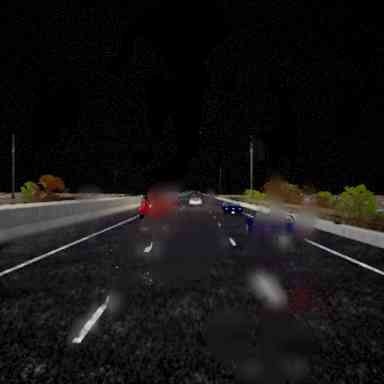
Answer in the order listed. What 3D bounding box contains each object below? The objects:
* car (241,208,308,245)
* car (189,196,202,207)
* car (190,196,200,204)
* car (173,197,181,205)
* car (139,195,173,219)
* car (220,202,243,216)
[{"bbox_3d":[3.684,1.605,15.437,1.895,1.301,4.718,0,0,1],"label":"car"},{"bbox_3d":[0.565,1.634,51.742,1.895,1.301,4.718,0,0,1],"label":"car"},{"bbox_3d":[0.638,1.560,68.087,2.128,1.511,4.902,0,0,1],"label":"car"},{"bbox_3d":[-2.960,1.612,58.515,1.994,1.385,4.181,0,0,1],"label":"car"},{"bbox_3d":[-3.244,1.268,29.483,2.150,2.045,5.566,0,0,1],"label":"car"},{"bbox_3d":[3.867,1.618,33.274,1.895,1.301,4.718,0,0,1],"label":"car"}]
